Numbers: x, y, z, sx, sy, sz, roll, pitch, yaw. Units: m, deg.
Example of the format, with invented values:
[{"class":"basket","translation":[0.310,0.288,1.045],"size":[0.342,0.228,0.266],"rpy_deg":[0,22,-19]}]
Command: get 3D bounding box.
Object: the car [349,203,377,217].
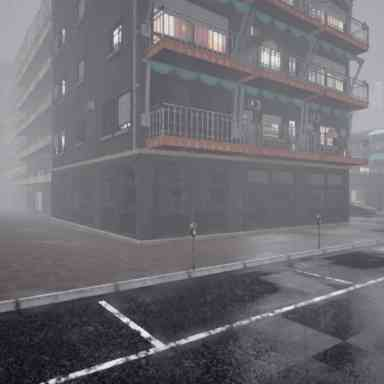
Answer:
[{"class":"car","translation":[16.364,1.774,33.802],"size":[1.994,1.385,4.181],"rpy_deg":[0,-1,-36]}]
